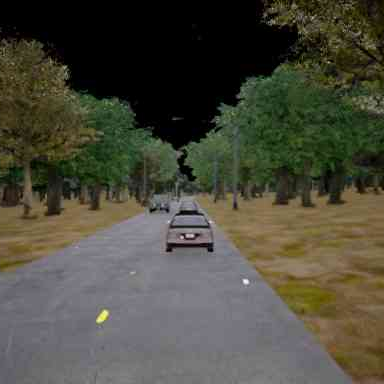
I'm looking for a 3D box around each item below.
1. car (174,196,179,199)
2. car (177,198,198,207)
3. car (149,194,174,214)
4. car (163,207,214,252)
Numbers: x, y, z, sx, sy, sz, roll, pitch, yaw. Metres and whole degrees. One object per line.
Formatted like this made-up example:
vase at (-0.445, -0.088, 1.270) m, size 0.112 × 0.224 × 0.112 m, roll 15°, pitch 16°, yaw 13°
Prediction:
car at (-3.854, 1.731, 78.939) m, size 1.837 × 1.490 × 4.892 m, roll 0°, pitch 0°, yaw -1°
car at (-0.312, 1.633, 34.985) m, size 1.994 × 1.385 × 4.181 m, roll 0°, pitch 0°, yaw -1°
car at (-3.523, 1.296, 37.344) m, size 2.150 × 2.045 × 5.566 m, roll 0°, pitch 0°, yaw 0°
car at (-0.095, 1.570, 14.045) m, size 2.033 × 1.411 × 5.357 m, roll 0°, pitch 0°, yaw -1°
